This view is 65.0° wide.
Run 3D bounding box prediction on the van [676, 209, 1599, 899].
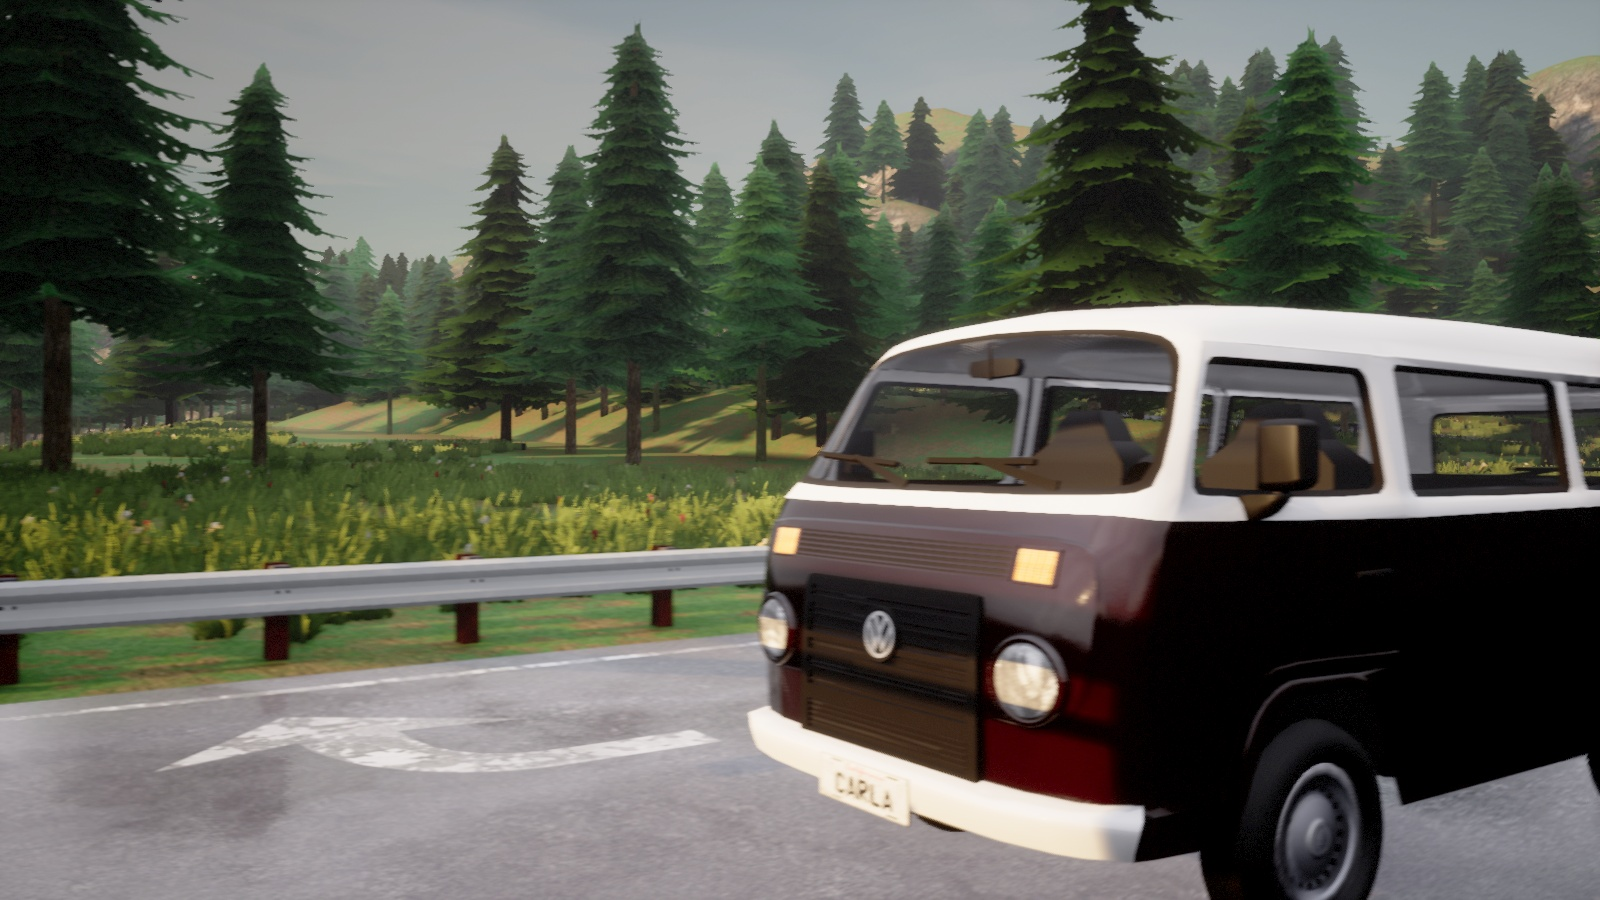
[{"bbox_3d":[1.979,0.480,5.037,4.480,2.038,2.069,1,0,-35],"label":"van"}]
